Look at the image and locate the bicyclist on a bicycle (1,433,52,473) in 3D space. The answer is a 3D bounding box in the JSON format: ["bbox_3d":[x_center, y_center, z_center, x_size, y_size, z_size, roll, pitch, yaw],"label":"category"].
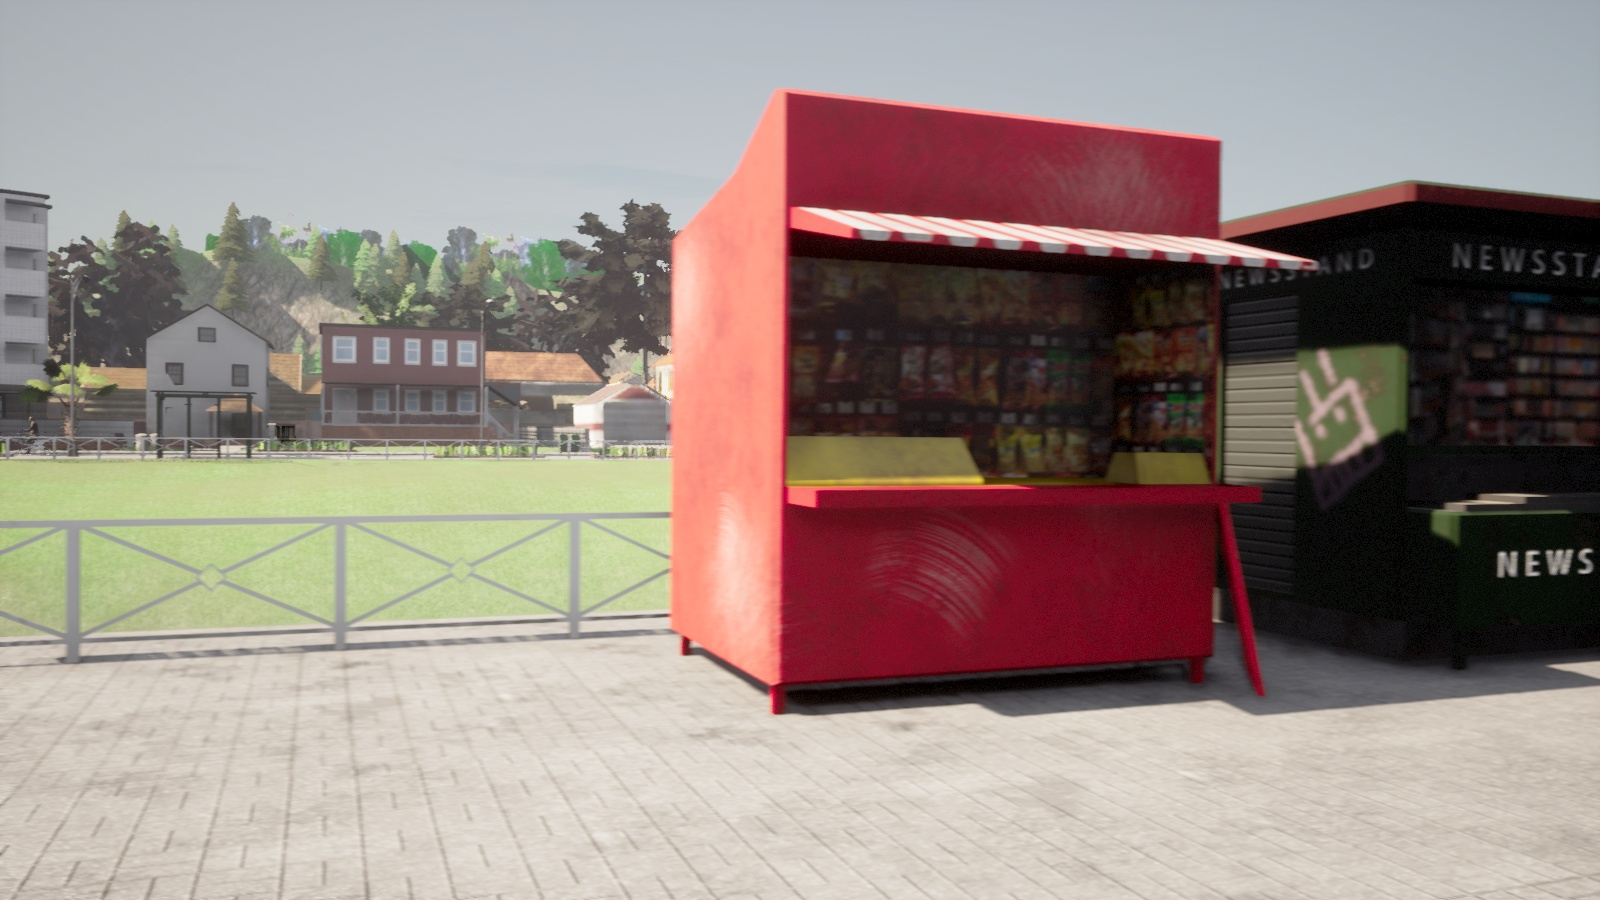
[{"bbox_3d":[-34.817,0.125,56.557,1.843,1.776,0.659,-1,1,-21],"label":"bicyclist on a bicycle"}]
